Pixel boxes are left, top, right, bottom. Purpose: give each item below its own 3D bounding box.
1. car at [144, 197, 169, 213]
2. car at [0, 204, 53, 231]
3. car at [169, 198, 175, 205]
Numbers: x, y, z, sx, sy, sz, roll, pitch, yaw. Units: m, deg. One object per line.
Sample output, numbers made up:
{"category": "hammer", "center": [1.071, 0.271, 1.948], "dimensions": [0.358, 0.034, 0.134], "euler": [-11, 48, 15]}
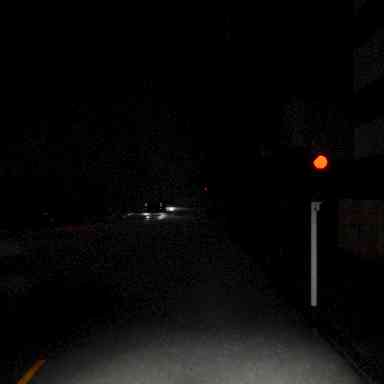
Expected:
{"category": "car", "center": [-4.107, 1.354, 37.635], "dimensions": [2.097, 1.767, 4.553], "euler": [0, 0, 0]}
{"category": "car", "center": [-10.921, 1.491, 19.896], "dimensions": [4.902, 1.511, 2.128], "euler": [0, 1, -4]}
{"category": "car", "center": [-4.020, 1.601, 56.819], "dimensions": [1.895, 1.301, 4.718], "euler": [0, 0, 0]}
